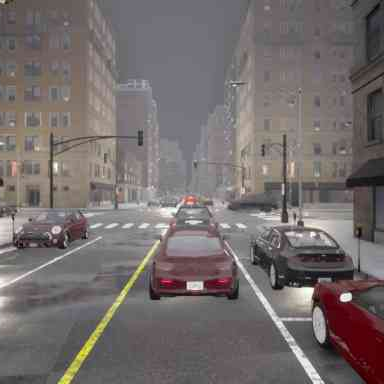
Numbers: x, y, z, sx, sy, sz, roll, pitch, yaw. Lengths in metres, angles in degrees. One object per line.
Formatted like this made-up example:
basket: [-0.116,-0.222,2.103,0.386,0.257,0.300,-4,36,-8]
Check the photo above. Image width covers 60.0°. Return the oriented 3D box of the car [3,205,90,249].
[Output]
car: [-5.881,1.445,14.318,1.967,1.590,4.097,0,0,0]

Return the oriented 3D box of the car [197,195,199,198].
car: [2.360,1.622,58.282,1.947,1.339,4.313,0,0,-1]

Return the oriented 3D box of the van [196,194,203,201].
van: [1.975,1.504,91.323,1.690,1.788,3.998,0,0,-1]

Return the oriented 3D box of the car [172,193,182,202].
car: [-3.541,1.336,77.897,2.150,2.045,5.566,0,0,-1]

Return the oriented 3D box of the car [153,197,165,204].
car: [-6.229,1.613,63.695,1.887,1.381,4.507,0,0,-1]

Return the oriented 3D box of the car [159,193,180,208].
car: [-3.277,1.390,48.565,2.097,1.767,4.553,0,0,-1]

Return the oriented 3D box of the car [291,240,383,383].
car: [2.669,1.545,3.358,1.887,1.381,4.507,0,0,0]

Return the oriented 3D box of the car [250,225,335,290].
car: [2.656,1.553,8.849,2.008,1.369,4.403,0,0,0]

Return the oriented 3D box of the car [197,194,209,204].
car: [2.232,1.399,69.296,2.192,1.841,5.009,0,0,-1]

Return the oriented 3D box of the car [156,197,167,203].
car: [-6.294,1.665,69.202,1.802,1.307,4.206,0,0,-1]

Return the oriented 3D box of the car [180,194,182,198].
car: [-3.439,1.604,67.365,1.812,1.442,4.674,0,0,0]

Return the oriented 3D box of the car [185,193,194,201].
car: [-0.684,1.383,90.220,2.150,2.045,5.566,0,0,-1]

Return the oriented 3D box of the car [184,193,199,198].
car: [-0.274,1.288,63.052,2.150,2.045,5.566,0,0,-1]

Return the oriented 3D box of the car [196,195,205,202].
car: [2.103,1.559,80.309,1.967,1.590,4.097,0,0,-1]

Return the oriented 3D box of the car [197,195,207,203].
car: [2.167,1.541,74.803,1.967,1.590,4.097,0,0,-1]

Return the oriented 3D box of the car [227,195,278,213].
car: [6.753,1.294,37.200,5.566,2.045,2.150,1,-1,0]

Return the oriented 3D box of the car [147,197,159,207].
car: [-6.100,1.595,52.679,2.008,1.369,4.403,0,0,-1]

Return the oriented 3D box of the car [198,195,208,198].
car: [2.424,1.590,52.775,1.887,1.381,4.507,0,0,-1]

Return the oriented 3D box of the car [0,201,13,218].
car: [-17.352,1.253,27.051,4.553,1.767,2.097,0,0,0]

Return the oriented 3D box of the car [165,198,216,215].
car: [0.064,1.358,15.690,2.097,1.767,4.553,0,0,0]

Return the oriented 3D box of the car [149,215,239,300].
car: [0.018,1.528,8.308,1.812,1.442,4.674,0,0,-1]

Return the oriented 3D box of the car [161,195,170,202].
car: [-6.421,1.559,80.219,1.967,1.590,4.097,0,0,-1]

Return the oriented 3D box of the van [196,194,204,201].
van: [2.040,1.481,85.817,1.690,1.788,3.998,0,0,-1]
